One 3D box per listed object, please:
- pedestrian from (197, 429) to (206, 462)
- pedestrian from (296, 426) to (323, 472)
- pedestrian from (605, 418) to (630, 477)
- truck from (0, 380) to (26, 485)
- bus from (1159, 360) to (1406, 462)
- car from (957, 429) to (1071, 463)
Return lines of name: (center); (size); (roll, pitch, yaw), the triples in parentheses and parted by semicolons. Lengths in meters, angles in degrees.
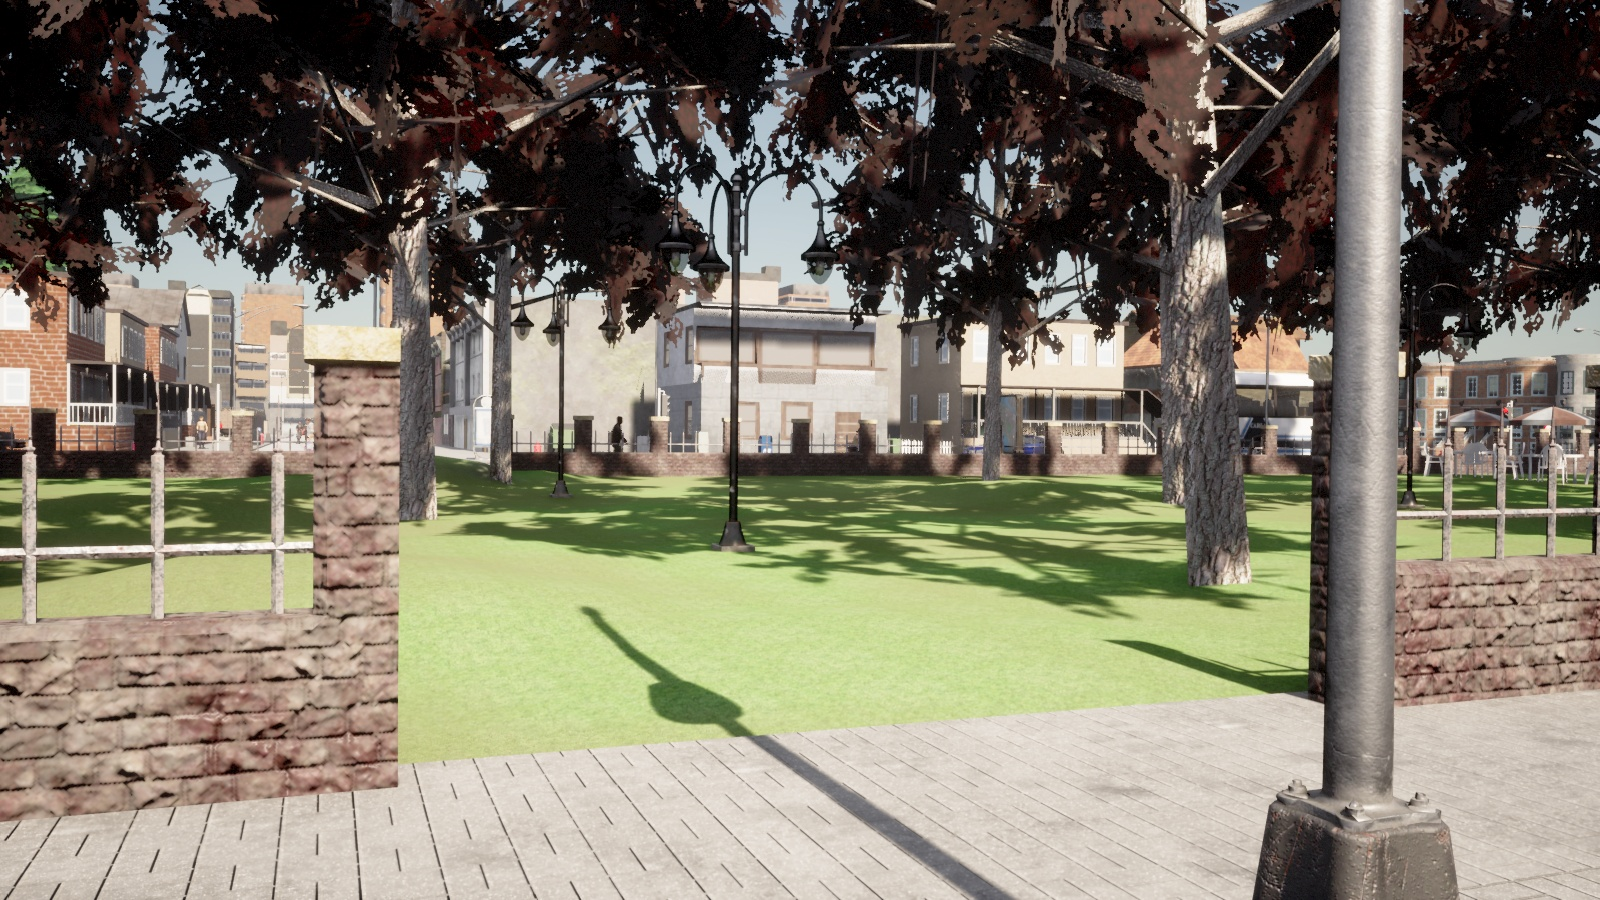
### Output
pedestrian: (-33.138, -0.265, 69.516); (0.345, 1.836, 0.594); (-1, 1, -21)
pedestrian: (-21.209, -0.064, 54.285); (0.873, 1.952, 0.659); (-1, 1, -39)
pedestrian: (-5.807, -0.080, 40.001); (0.703, 1.840, 0.431); (-1, 1, -21)
truck: (-30.059, -0.524, 40.872); (7.936, 3.462, 2.891); (-1, 1, -25)
bus: (21.546, -1.724, 56.104); (10.273, 4.253, 3.944); (-1, 1, -21)
car: (9.514, -0.187, 55.832); (4.674, 1.442, 1.812); (-1, 1, -21)
